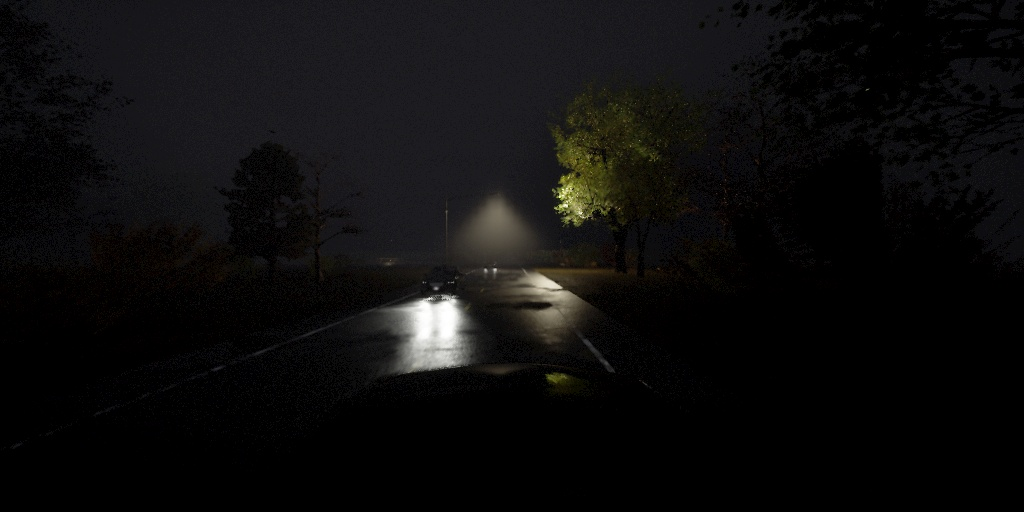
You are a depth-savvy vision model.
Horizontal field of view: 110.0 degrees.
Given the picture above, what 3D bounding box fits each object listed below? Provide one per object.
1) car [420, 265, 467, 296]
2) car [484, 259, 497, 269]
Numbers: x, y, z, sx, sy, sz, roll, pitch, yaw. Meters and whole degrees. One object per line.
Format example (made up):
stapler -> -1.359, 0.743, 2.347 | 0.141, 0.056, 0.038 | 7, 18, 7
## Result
car -> -3.603, 1.278, 19.499 | 2.128, 1.511, 4.902 | 0, 0, 0
car -> -3.554, 1.333, 60.217 | 1.837, 1.490, 4.892 | 0, 0, 1
